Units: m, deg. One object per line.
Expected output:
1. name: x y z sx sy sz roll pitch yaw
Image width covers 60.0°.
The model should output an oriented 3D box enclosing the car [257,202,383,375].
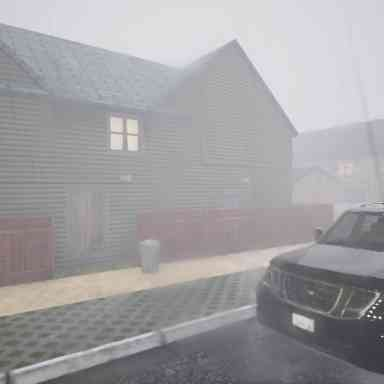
1. car: 3.591 1.221 5.619 5.566 2.045 2.150 0 0 -35
